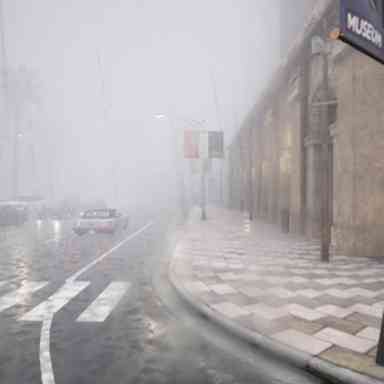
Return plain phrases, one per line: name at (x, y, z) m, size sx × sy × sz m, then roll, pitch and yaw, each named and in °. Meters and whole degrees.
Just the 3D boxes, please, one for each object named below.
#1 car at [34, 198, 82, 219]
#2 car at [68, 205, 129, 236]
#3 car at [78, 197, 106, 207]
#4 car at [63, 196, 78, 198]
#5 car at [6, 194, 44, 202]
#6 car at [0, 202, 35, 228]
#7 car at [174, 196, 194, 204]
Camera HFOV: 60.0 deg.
car at (-11.669, 1.509, 29.198) m, size 1.812 × 1.442 × 4.674 m, roll 0°, pitch 0°, yaw 1°
car at (-4.762, 1.594, 18.121) m, size 1.895 × 1.301 × 4.718 m, roll 0°, pitch 0°, yaw 1°
car at (-11.424, 1.504, 39.085) m, size 1.812 × 1.442 × 4.674 m, roll 0°, pitch 0°, yaw 1°
car at (-14.895, 1.329, 40.338) m, size 2.097 × 1.767 × 4.553 m, roll 0°, pitch 0°, yaw 2°
car at (-15.157, 1.203, 30.016) m, size 2.150 × 2.045 × 5.566 m, roll 0°, pitch 0°, yaw 1°
car at (-11.840, 1.535, 19.772) m, size 2.033 × 1.411 × 5.357 m, roll 0°, pitch 0°, yaw 1°
car at (-1.445, 1.522, 62.452) m, size 1.837 × 1.490 × 4.892 m, roll -4°, pitch -2°, yaw 30°
